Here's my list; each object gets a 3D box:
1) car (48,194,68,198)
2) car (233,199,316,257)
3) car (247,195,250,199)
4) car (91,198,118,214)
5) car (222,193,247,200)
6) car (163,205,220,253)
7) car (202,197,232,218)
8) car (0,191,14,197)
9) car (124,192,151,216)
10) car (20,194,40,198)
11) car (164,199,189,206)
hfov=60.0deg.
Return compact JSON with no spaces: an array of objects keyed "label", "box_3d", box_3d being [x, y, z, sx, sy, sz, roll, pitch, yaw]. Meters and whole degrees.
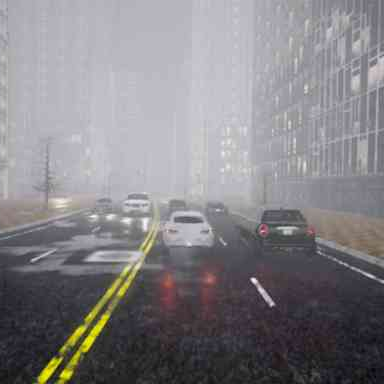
[{"label":"car","box_3d":[-29.321,0.760,72.463,4.313,1.339,1.947,1,1,-6]},{"label":"car","box_3d":[3.066,1.324,13.032,2.097,1.767,4.553,1,0,-2]},{"label":"car","box_3d":[14.011,1.343,85.332,4.829,1.417,1.752,1,1,-6]},{"label":"car","box_3d":[-8.364,1.286,31.925,1.812,1.442,4.674,1,0,-6]},{"label":"car","box_3d":[9.402,1.221,76.451,5.009,1.841,2.192,1,1,-6]},{"label":"car","box_3d":[-0.183,1.463,13.209,1.812,1.442,4.674,1,0,-2]},{"label":"car","box_3d":[1.894,1.441,29.135,1.994,1.385,4.181,1,0,-6]},{"label":"car","box_3d":[-40.643,0.548,71.449,4.313,1.339,1.947,1,1,-5]},{"label":"car","box_3d":[-4.897,1.020,30.242,2.150,2.045,5.566,1,1,-6]},{"label":"car","box_3d":[-34.982,0.671,71.936,4.206,1.307,1.802,1,1,-5]},{"label":"car","box_3d":[-1.306,1.355,28.532,1.837,1.490,4.892,1,1,-6]}]
